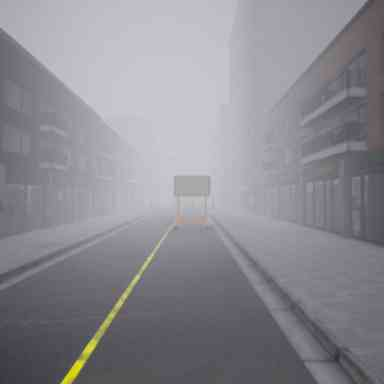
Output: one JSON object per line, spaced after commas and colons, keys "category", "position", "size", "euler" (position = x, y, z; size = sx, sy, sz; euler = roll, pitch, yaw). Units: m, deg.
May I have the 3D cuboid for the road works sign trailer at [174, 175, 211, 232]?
{"category": "road works sign trailer", "position": [0.006, 0.680, 21.769], "size": [2.380, 3.560, 2.880], "euler": [0, -1, 0]}

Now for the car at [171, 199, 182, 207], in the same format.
{"category": "car", "position": [-3.013, 2.179, 65.737], "size": [1.837, 1.490, 4.892], "euler": [0, 0, 0]}
